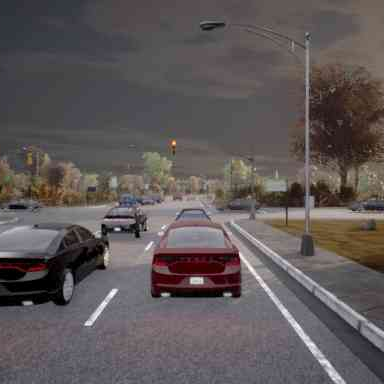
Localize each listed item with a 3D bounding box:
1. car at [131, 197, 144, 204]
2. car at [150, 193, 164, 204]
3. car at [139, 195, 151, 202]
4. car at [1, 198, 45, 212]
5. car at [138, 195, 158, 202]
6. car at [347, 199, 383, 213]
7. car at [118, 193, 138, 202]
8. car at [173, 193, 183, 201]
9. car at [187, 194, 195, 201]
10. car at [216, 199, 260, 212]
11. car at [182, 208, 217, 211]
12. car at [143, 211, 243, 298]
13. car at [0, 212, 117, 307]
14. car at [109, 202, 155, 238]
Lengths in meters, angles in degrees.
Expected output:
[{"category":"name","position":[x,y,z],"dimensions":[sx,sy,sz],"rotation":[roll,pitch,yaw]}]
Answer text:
[{"category":"car","position":[-10.681,1.601,65.588],"dimensions":[1.895,1.301,4.718],"rotation":[0,0,0]},{"category":"car","position":[-7.192,1.221,64.515],"dimensions":[2.150,2.045,5.566],"rotation":[0,0,1]},{"category":"car","position":[-10.679,1.500,75.869],"dimensions":[1.837,1.490,4.892],"rotation":[0,0,0]},{"category":"car","position":[-19.674,1.491,38.748],"dimensions":[4.902,1.511,2.128],"rotation":[0,0,3]},{"category":"car","position":[-7.219,1.564,55.402],"dimensions":[1.994,1.385,4.181],"rotation":[0,0,-1]},{"category":"car","position":[19.710,1.500,36.629],"dimensions":[4.892,1.490,1.837],"rotation":[0,0,3]},{"category":"car","position":[-10.681,1.221,55.821],"dimensions":[2.150,2.045,5.566],"rotation":[0,0,2]},{"category":"car","position":[-3.697,1.217,85.409],"dimensions":[2.150,2.045,5.566],"rotation":[0,0,0]},{"category":"car","position":[-0.198,1.348,85.774],"dimensions":[2.097,1.767,4.553],"rotation":[0,0,0]},{"category":"car","position":[5.058,1.505,36.809],"dimensions":[4.892,1.490,1.837],"rotation":[0,0,-5]},{"category":"car","position":[0.062,1.564,17.569],"dimensions":[1.994,1.385,4.181],"rotation":[0,0,0]},{"category":"car","position":[0.082,1.478,8.580],"dimensions":[1.882,1.535,5.008],"rotation":[0,0,0]},{"category":"car","position":[-3.416,1.478,8.106],"dimensions":[1.882,1.535,5.008],"rotation":[0,0,0]},{"category":"car","position":[-3.432,1.491,17.592],"dimensions":[2.128,1.511,4.902],"rotation":[0,0,-1]}]
